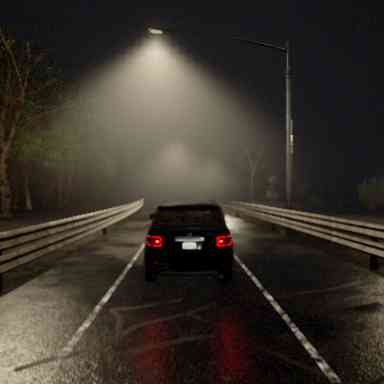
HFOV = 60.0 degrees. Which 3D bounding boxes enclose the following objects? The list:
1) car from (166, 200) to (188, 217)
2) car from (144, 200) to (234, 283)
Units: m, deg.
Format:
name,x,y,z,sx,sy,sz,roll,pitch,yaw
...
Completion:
name,x,y,z,sx,sy,sz,roll,pitch,yaw
car,-1.630,1.618,33.930,2.033,1.411,5.357,0,0,-6
car,-0.124,1.252,9.913,2.150,2.045,5.566,0,0,-1
